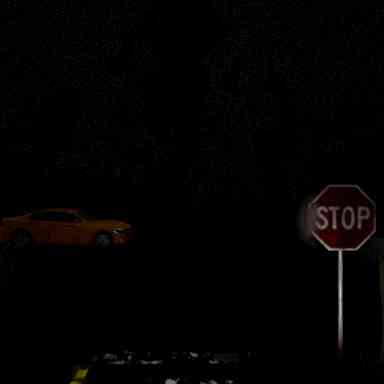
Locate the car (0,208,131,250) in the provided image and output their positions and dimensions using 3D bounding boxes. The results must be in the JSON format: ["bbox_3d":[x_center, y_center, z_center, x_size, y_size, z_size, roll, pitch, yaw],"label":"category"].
[{"bbox_3d":[-4.969,1.409,13.428,5.008,1.535,1.882,1,-1,0],"label":"car"}]
